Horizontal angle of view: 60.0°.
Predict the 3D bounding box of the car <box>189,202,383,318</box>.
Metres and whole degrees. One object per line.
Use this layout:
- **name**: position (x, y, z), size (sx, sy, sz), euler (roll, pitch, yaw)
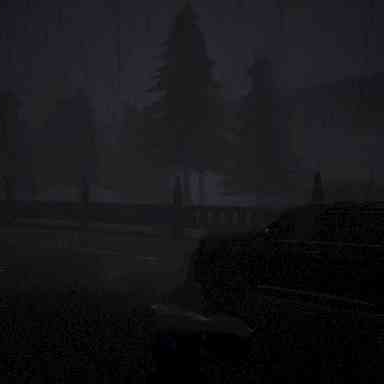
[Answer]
- **car**: position (2.606, 1.199, 6.263), size (5.566, 2.045, 2.150), euler (0, 0, 34)
